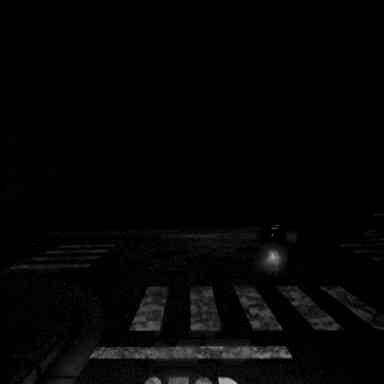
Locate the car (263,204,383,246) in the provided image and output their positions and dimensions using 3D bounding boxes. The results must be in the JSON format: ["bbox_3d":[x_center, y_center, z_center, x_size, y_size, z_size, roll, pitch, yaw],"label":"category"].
[{"bbox_3d":[5.500,1.278,13.909,5.008,1.535,1.882,-1,1,0],"label":"car"}]
